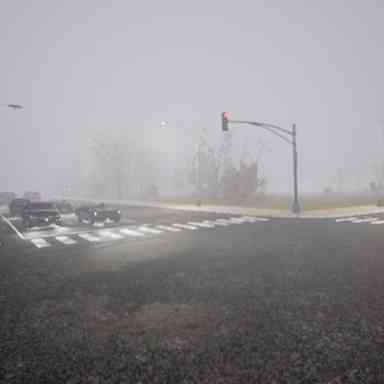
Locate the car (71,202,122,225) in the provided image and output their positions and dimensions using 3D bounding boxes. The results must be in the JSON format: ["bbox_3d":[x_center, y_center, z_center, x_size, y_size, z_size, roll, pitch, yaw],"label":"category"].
[{"bbox_3d":[-6.224,1.334,21.810,1.895,1.301,4.718,-3,2,-32],"label":"car"}]

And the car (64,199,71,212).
[{"bbox_3d":[-12.870,1.309,32.262,1.895,1.301,4.718,-3,2,-32],"label":"car"}]

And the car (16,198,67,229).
[{"bbox_3d":[-9.703,1.373,21.214,1.837,1.490,4.892,-3,2,-33],"label":"car"}]

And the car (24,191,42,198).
[{"bbox_3d":[-23.949,0.883,49.789,2.150,2.045,5.566,-3,1,-32],"label":"car"}]

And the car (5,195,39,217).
[{"bbox_3d":[-15.683,1.322,30.624,1.882,1.535,5.008,-3,2,-33],"label":"car"}]

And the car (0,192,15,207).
[{"bbox_3d":[-26.034,1.021,46.996,2.150,2.045,5.566,-3,1,-32],"label":"car"}]
